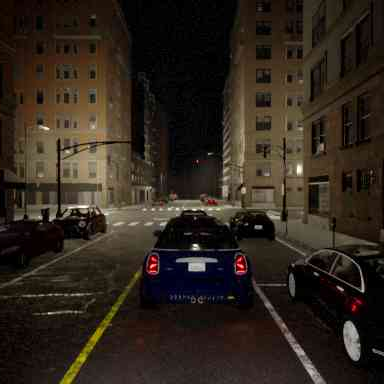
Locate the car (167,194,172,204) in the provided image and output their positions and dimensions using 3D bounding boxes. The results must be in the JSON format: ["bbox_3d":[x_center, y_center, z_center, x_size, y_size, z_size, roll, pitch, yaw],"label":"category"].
[{"bbox_3d":[-5.440,1.606,64.481,2.008,1.369,4.403,0,0,0],"label":"car"}]

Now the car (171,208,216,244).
[{"bbox_3d":[0.089,1.564,16.610,1.994,1.385,4.181,0,0,1],"label":"car"}]

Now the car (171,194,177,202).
[{"bbox_3d":[-5.368,1.625,80.537,1.752,1.417,4.829,0,0,0],"label":"car"}]

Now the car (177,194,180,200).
[{"bbox_3d":[-5.319,1.456,91.525,2.192,1.841,5.009,0,0,0],"label":"car"}]

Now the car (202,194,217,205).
[{"bbox_3d":[3.034,1.476,53.628,1.967,1.590,4.097,0,0,0],"label":"car"}]

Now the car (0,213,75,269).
[{"bbox_3d":[-5.641,1.582,11.061,1.802,1.307,4.206,0,0,0],"label":"car"}]

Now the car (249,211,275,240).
[{"bbox_3d":[2.899,1.566,16.538,1.947,1.339,4.313,0,0,0],"label":"car"}]

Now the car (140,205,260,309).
[{"bbox_3d":[0.099,1.352,8.027,2.097,1.767,4.553,0,0,0],"label":"car"}]

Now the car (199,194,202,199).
[{"bbox_3d":[3.133,1.523,75.264,1.967,1.590,4.097,0,0,0],"label":"car"}]

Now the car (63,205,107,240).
[{"bbox_3d":[-5.626,1.441,16.562,1.967,1.590,4.097,0,0,0],"label":"car"}]

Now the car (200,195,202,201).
[{"bbox_3d":[3.084,1.606,64.446,2.008,1.369,4.403,0,0,0],"label":"car"}]

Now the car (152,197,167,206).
[{"bbox_3d":[-5.490,1.617,53.665,1.802,1.307,4.206,0,0,0],"label":"car"}]

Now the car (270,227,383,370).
[{"bbox_3d":[2.869,1.551,5.536,2.008,1.369,4.403,0,0,0],"label":"car"}]
